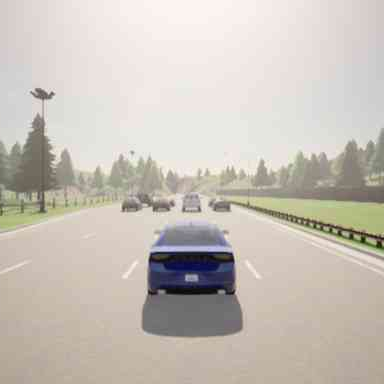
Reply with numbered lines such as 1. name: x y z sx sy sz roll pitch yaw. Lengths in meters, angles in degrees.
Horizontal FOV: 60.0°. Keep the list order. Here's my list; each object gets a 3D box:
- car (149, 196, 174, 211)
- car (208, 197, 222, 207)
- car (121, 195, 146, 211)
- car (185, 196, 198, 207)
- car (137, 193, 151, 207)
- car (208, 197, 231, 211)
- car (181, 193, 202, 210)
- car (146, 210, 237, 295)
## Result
1. car: -3.551 1.444 39.332 1.837 1.490 4.892 0 0 0
2. car: 3.435 1.449 49.761 1.812 1.442 4.674 0 0 0
3. car: -7.051 1.444 39.328 1.837 1.490 4.892 0 0 0
4. car: -0.065 1.401 49.756 1.882 1.535 5.008 0 0 0
5. car: -7.065 1.145 49.777 2.150 2.045 5.566 0 0 0
6. car: 3.449 1.431 39.341 2.128 1.511 4.902 0 0 0
7. car: -0.051 1.161 39.366 2.150 2.045 5.566 0 0 0
8. car: -0.011 1.464 8.728 1.882 1.535 5.008 0 0 0
